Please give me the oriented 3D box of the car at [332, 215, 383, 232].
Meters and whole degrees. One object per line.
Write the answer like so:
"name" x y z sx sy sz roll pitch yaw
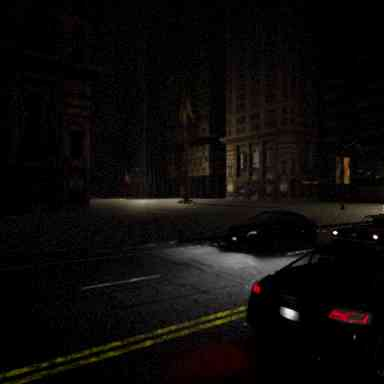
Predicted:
"car" 7.485 1.589 13.010 4.718 1.301 1.895 0 0 -35

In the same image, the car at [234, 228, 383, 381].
"car" 2.902 1.559 5.509 4.181 1.385 1.994 0 0 -35

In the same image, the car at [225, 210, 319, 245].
"car" 3.531 1.516 14.184 4.674 1.442 1.812 0 0 -35
